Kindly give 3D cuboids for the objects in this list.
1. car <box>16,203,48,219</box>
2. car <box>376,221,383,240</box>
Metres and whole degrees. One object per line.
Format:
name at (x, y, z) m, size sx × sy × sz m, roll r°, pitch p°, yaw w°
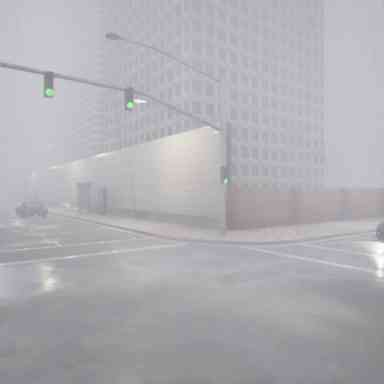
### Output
car at (-14.067, 1.590, 28.984) m, size 1.895 × 1.301 × 4.718 m, roll 0°, pitch 0°, yaw -35°
car at (10.562, 1.583, 15.826) m, size 4.181 × 1.385 × 1.994 m, roll 0°, pitch 0°, yaw -36°
